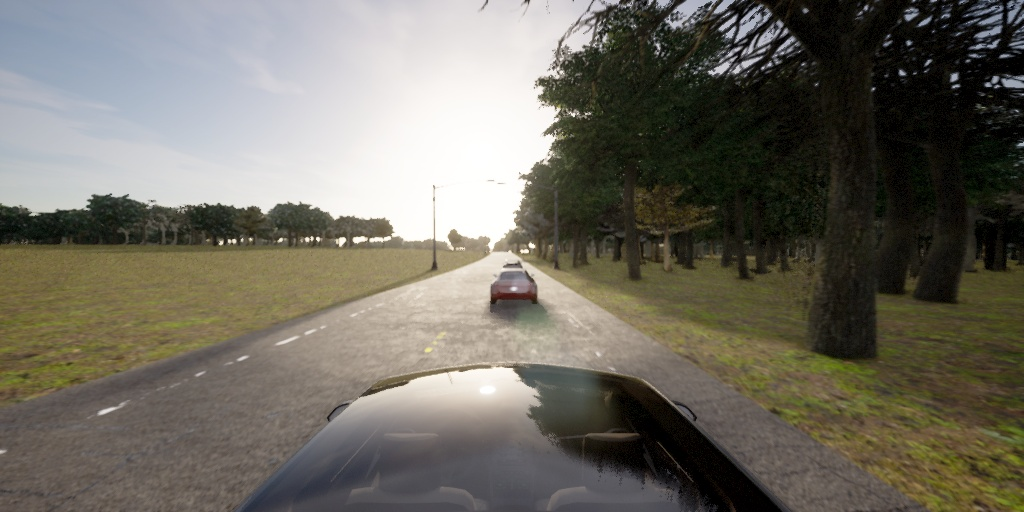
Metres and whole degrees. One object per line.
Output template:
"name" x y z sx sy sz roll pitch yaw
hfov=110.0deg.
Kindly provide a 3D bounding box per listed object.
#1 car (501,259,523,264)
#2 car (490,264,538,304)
"car" 0.024 1.016 34.413 2.128 1.511 4.902 0 1 0
"car" 0.078 1.225 15.920 1.994 1.385 4.181 0 0 0
